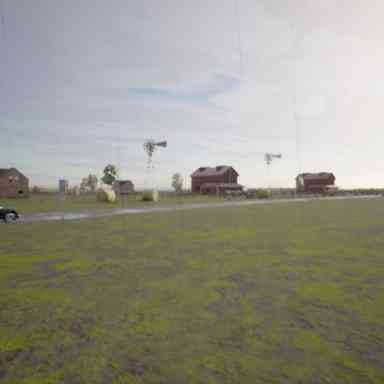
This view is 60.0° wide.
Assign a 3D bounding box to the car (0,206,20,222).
[{"bbox_3d":[-14.120,1.353,22.276,1.837,1.490,4.892,-1,0,34],"label":"car"}]
